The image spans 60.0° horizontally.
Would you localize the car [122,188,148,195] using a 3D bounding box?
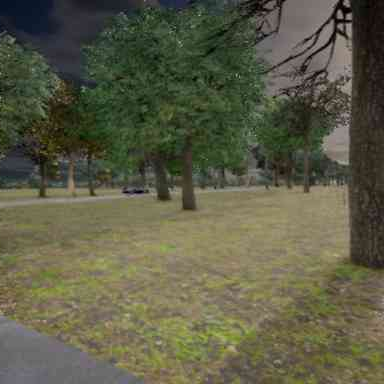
[{"bbox_3d":[-9.979,-0.115,58.579,1.895,1.301,4.718,-1,2,38],"label":"car"}]
